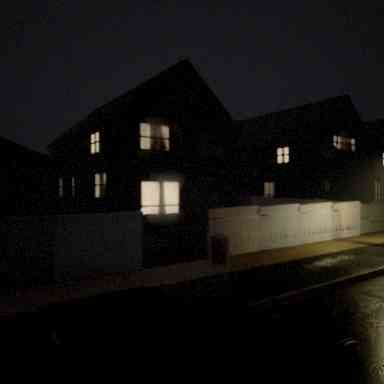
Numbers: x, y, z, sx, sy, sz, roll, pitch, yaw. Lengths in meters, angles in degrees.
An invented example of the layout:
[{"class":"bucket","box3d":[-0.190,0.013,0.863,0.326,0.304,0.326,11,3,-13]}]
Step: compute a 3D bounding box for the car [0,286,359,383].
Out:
[{"class":"car","box3d":[-0.854,1.598,2.454,4.718,1.301,1.895,0,0,-35]}]
